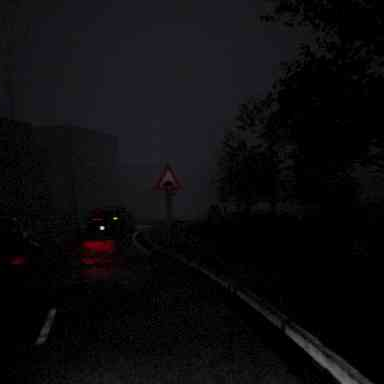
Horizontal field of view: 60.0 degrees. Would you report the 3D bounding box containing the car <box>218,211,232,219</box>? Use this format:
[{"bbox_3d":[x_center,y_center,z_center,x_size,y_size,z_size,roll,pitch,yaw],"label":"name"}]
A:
[{"bbox_3d":[6.692,4.604,67.174,1.812,1.442,4.674,0,-4,19],"label":"car"}]

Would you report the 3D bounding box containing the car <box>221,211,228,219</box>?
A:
[{"bbox_3d":[6.494,3.895,56.645,1.882,1.535,5.008,0,-4,19],"label":"car"}]

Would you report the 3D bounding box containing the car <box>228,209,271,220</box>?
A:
[{"bbox_3d":[7.623,2.993,42.968,4.892,1.521,2.231,0,-4,19],"label":"car"}]

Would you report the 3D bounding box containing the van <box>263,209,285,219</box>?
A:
[{"bbox_3d":[17.612,4.739,71.522,4.442,1.987,1.878,0,-3,19],"label":"van"}]

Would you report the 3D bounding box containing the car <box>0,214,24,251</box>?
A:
[{"bbox_3d":[-8.265,1.606,13.708,1.994,1.385,4.181,0,0,-35],"label":"car"}]

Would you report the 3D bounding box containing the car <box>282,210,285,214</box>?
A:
[{"bbox_3d":[14.808,4.508,63.747,4.674,1.452,2.002,0,-4,19],"label":"car"}]

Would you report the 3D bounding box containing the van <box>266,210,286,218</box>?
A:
[{"bbox_3d":[20.086,5.203,79.402,4.442,1.987,1.878,0,-3,19],"label":"van"}]

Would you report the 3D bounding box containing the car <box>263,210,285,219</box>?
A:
[{"bbox_3d":[18.410,5.007,74.286,4.553,1.767,2.185,0,-3,19],"label":"car"}]

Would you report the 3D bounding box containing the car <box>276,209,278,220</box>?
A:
[{"bbox_3d":[9.429,3.380,48.158,4.892,1.521,2.231,0,-4,19],"label":"car"}]

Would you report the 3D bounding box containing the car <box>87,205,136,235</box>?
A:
[{"bbox_3d":[-4.449,1.514,18.780,1.837,1.490,4.892,-2,0,0],"label":"car"}]

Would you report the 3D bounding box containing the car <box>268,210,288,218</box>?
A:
[{"bbox_3d":[21.120,5.445,81.947,4.553,1.767,2.185,0,-3,19],"label":"car"}]

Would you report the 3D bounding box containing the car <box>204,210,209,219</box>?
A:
[{"bbox_3d":[3.421,3.943,57.702,1.837,1.490,4.892,0,-4,19],"label":"car"}]

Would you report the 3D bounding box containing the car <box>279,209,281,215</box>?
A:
[{"bbox_3d":[11.042,3.755,53.417,5.366,1.575,1.946,0,-4,19],"label":"car"}]
